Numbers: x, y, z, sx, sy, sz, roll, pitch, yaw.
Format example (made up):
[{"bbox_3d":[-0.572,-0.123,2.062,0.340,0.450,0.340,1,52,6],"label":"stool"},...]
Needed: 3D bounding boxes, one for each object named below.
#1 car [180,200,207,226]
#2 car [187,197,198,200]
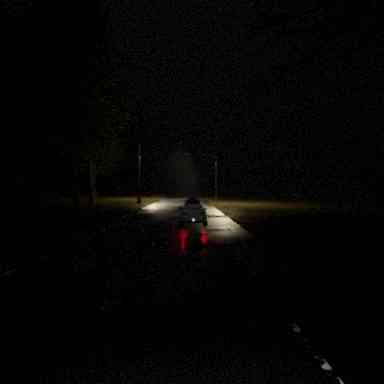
[{"bbox_3d":[0.096,1.587,24.114,1.812,1.442,4.674,0,0,0],"label":"car"},{"bbox_3d":[0.093,1.471,43.278,1.837,1.490,4.892,0,1,0],"label":"car"}]
